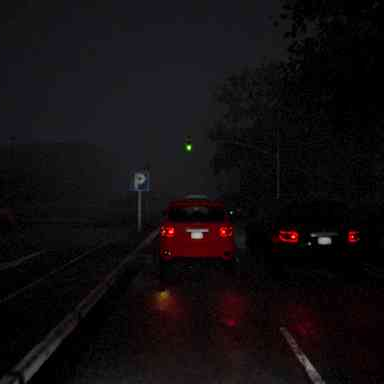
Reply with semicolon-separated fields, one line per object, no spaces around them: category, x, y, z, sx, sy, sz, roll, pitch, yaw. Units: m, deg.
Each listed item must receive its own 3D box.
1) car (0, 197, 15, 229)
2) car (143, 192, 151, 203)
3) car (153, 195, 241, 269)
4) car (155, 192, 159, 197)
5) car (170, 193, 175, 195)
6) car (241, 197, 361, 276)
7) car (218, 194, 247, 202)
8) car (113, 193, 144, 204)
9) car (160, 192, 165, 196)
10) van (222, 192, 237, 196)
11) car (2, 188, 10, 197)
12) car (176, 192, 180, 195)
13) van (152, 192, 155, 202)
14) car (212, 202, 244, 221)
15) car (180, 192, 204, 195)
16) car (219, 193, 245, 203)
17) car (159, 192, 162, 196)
car;-13.639;1.400;20.620;4.553;1.767;2.185;-1;0;-19
car;-10.833;1.313;61.420;5.366;1.575;1.946;-1;0;-15
car;0.133;1.239;11.377;2.150;2.045;5.566;0;0;0
car;-10.050;1.320;70.383;4.892;1.521;2.231;-1;0;-14
car;-8.048;1.064;85.369;5.566;2.045;2.435;-1;0;-12
car;3.127;1.238;10.492;2.150;2.045;5.566;0;0;0
car;8.167;1.263;66.995;5.366;1.575;1.946;1;0;-13
car;-11.476;1.356;58.427;4.792;1.488;2.163;-1;0;-15
car;-9.309;1.358;76.381;4.674;1.452;2.002;-1;0;-13
van;7.250;1.042;61.031;4.442;1.987;1.878;1;0;-14
car;-28.192;0.134;49.287;2.002;1.452;4.674;6;-3;-19
car;-6.666;1.313;94.309;5.008;1.535;2.097;-1;0;-11
van;-10.277;1.091;67.412;4.442;1.987;1.878;-1;0;-14
car;2.960;1.591;28.433;1.994;1.385;4.181;1;0;-3
car;0.280;1.240;26.750;2.150;2.045;5.566;1;1;-1
car;7.632;1.140;64.001;4.553;1.767;2.185;1;0;-14
car;-9.679;1.358;73.379;4.674;1.452;2.002;-1;0;-13
